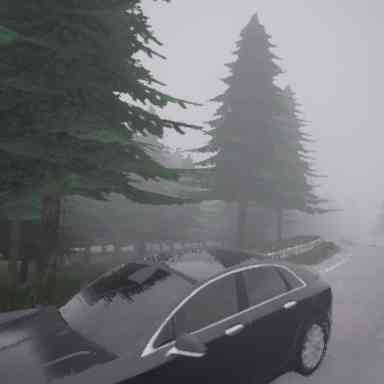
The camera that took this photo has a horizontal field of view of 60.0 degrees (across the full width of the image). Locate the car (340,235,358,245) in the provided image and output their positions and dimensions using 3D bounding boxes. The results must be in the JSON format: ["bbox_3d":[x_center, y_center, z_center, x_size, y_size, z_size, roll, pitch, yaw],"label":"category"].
[{"bbox_3d":[20.124,6.337,43.223,1.895,1.301,4.718,2,-8,25],"label":"car"}]

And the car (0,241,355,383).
[{"bbox_3d":[-0.131,1.507,3.864,4.892,1.490,1.837,0,1,-41],"label":"car"}]
